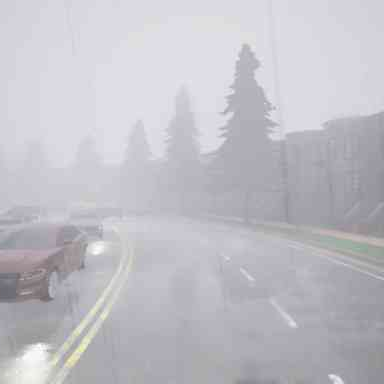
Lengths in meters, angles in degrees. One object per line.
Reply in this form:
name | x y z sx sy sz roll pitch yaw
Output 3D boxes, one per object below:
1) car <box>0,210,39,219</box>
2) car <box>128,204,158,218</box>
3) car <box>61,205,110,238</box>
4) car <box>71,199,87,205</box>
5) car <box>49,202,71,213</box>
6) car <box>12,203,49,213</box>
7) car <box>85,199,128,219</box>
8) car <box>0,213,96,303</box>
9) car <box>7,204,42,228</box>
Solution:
car | -8.761 1.734 15.678 1.895 1.301 4.718 0 -1 -16
car | -5.367 1.882 33.494 1.895 1.301 4.718 0 -1 -35
car | -6.045 1.706 18.774 2.033 1.411 5.357 0 -1 -19
car | -14.477 1.717 43.459 4.553 1.767 2.097 0 -1 40
car | -17.603 1.950 41.531 4.718 1.301 1.895 0 -1 39
car | -10.388 1.583 21.058 2.097 1.767 4.553 0 -1 -24
car | -8.178 1.742 31.392 1.882 1.535 5.008 0 -1 -35
car | -4.003 1.551 8.589 1.882 1.535 5.008 0 0 -6
car | -12.849 1.706 25.366 2.128 1.511 4.902 0 -1 -30
